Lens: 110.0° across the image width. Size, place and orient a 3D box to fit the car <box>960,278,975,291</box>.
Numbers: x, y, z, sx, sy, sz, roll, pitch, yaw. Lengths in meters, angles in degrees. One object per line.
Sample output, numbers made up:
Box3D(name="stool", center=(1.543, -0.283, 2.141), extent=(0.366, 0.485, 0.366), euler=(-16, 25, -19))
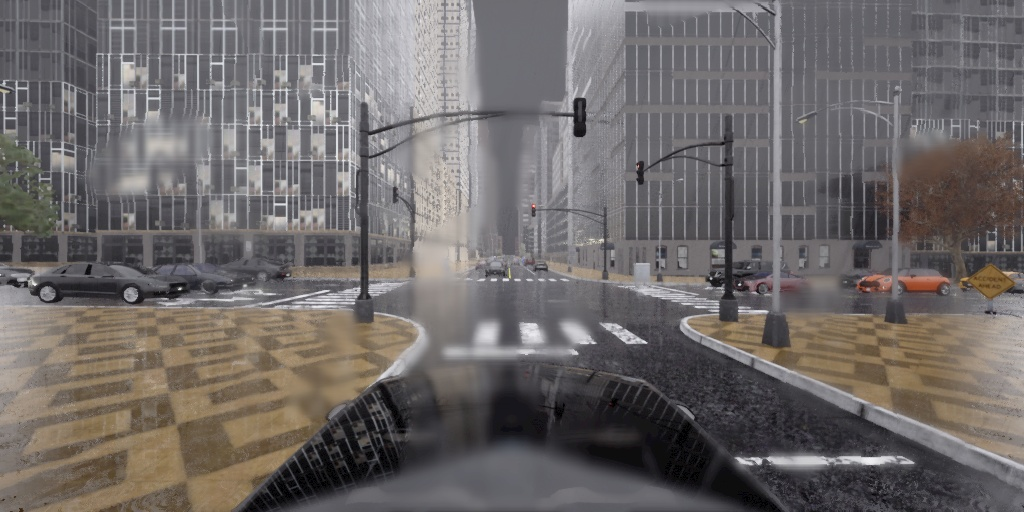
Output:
Box3D(name="car", center=(36.318, 1.906, 26.608), extent=(5.008, 1.535, 1.882), euler=(1, 0, -3))

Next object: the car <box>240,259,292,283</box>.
Box3D(name="car", center=(-17.328, 0.962, 23.767), extent=(4.892, 1.490, 1.837), euler=(1, 0, -3))

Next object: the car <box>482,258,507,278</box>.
Box3D(name="car", center=(-1.606, 1.246, 34.712), extent=(1.882, 1.535, 5.008), euler=(0, 0, -2))

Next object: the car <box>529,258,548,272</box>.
Box3D(name="car", center=(3.663, 1.329, 46.623), extent=(1.948, 1.339, 4.313), euler=(0, 0, -1))

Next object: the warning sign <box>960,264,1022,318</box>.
Box3D(name="warning sign", center=(17.213, 1.204, 12.901), extent=(1.060, 1.860, 1.300), euler=(0, 0, -3))

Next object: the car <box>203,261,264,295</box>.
Box3D(name="car", center=(-15.440, 1.040, 17.233), extent=(5.357, 1.411, 2.033), euler=(1, 0, 0))

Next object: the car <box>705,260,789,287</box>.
Box3D(name="car", center=(16.900, 1.303, 25.601), extent=(5.566, 2.045, 2.150), euler=(1, 0, -3))

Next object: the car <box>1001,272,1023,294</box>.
Box3D(name="car", center=(33.779, 1.948, 23.221), extent=(4.181, 1.385, 1.994), euler=(1, 0, -2))

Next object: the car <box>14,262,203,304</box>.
Box3D(name="car", center=(-15.427, 0.998, 13.945), extent=(4.892, 1.490, 1.837), euler=(1, 0, -3))

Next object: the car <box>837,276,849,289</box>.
Box3D(name="car", center=(26.289, 1.813, 26.095), extent=(4.181, 1.385, 1.994), euler=(1, 0, -3))

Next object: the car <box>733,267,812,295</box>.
Box3D(name="car", center=(16.087, 1.631, 22.305), extent=(4.181, 1.385, 1.994), euler=(1, 0, -3))

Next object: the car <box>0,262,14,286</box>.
Box3D(name="car", center=(-25.374, 0.802, 16.683), extent=(4.902, 1.511, 2.128), euler=(1, 0, -3))

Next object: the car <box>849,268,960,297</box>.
Box3D(name="car", center=(24.781, 1.574, 22.757), extent=(4.553, 1.767, 2.097), euler=(1, 0, -3))

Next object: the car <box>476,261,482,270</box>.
Box3D(name="car", center=(-4.322, 1.342, 52.068), extent=(1.802, 1.307, 4.207), euler=(0, 0, -1))
